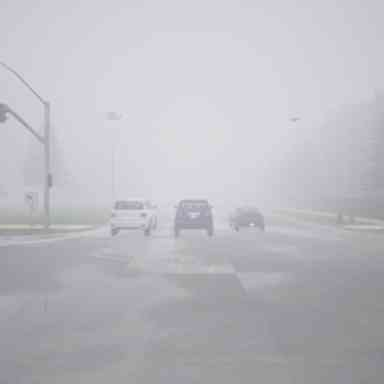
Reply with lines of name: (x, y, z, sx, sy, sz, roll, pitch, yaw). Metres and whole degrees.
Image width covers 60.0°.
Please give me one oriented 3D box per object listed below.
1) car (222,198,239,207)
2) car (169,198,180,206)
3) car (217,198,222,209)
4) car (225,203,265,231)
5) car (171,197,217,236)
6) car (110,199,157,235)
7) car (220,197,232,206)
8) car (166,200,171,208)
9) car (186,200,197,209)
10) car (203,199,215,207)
car: (6.985, 1.938, 58.330, 2.097, 1.767, 4.553, 0, -1, 0)
car: (-3.518, 2.123, 68.356, 1.882, 1.535, 5.008, 0, -1, 0)
car: (3.485, 1.803, 57.974, 2.150, 2.045, 5.566, 0, -1, 0)
car: (3.596, 1.730, 22.368, 1.837, 1.490, 4.892, 0, -1, 0)
car: (0.096, 1.425, 20.169, 2.150, 2.045, 5.566, 0, -1, 0)
car: (-3.403, 1.425, 20.189, 2.150, 2.045, 5.566, 0, -1, 0)
car: (6.982, 1.982, 68.331, 2.097, 1.767, 4.553, 0, -1, 0)
car: (-3.515, 2.111, 58.355, 1.812, 1.442, 4.674, 0, -1, 0)
car: (-0.015, 2.086, 57.940, 1.837, 1.490, 4.892, 0, -1, 0)
car: (3.482, 2.152, 68.358, 2.128, 1.511, 4.902, 0, -1, 0)
